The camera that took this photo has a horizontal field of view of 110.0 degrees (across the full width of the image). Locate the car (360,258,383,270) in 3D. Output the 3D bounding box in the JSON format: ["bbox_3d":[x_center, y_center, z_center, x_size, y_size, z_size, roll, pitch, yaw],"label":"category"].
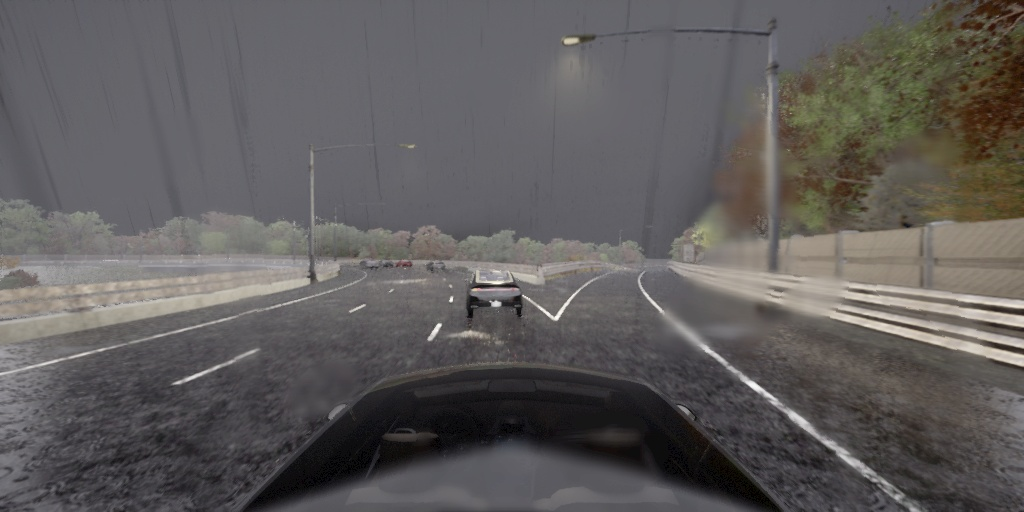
[{"bbox_3d":[-22.355,1.429,56.357,2.033,1.411,5.357,0,0,-33],"label":"car"}]

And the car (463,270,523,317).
[{"bbox_3d":[-0.744,1.247,13.281,2.128,1.511,4.902,0,0,-6],"label":"car"}]

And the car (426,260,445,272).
[{"bbox_3d":[-10.341,1.305,48.295,2.128,1.511,4.902,0,0,-25],"label":"car"}]
